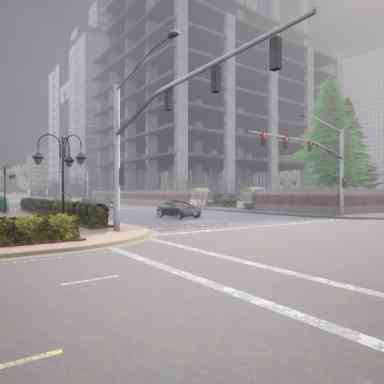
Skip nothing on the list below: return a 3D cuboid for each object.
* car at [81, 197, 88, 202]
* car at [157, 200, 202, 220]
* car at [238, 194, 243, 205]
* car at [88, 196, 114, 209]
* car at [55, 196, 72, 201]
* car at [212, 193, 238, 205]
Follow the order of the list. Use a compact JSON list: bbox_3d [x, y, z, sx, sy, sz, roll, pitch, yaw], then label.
[{"bbox_3d":[-20.676,1.545,66.696,1.895,1.301,4.718,0,0,-36],"label":"car"},{"bbox_3d":[-1.167,1.449,27.615,1.837,1.490,4.892,0,0,-36],"label":"car"},{"bbox_3d":[7.382,1.114,55.179,1.905,1.878,3.866,0,0,-36],"label":"car"},{"bbox_3d":[-10.499,1.437,40.456,2.128,1.511,4.902,0,0,-36],"label":"car"},{"bbox_3d":[-21.570,1.437,55.817,2.128,1.511,4.902,0,0,-36],"label":"car"},{"bbox_3d":[4.993,1.114,53.464,1.905,1.878,3.866,0,0,-36],"label":"car"}]
